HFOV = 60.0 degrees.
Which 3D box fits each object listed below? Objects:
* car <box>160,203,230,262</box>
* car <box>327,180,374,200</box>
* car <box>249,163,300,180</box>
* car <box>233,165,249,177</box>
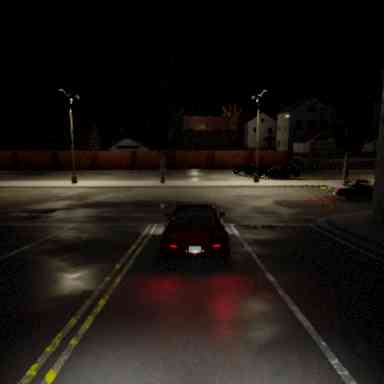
[{"bbox_3d":[0.081,1.069,10.153,1.812,1.442,4.674,0,3,0],"label":"car"},{"bbox_3d":[12.421,-0.191,23.864,4.718,1.301,1.895,0,9,1],"label":"car"},{"bbox_3d":[8.882,-2.076,35.136,4.892,1.490,1.837,0,9,-1],"label":"car"},{"bbox_3d":[7.313,-2.646,38.559,5.008,1.535,1.882,0,9,-1],"label":"car"}]
